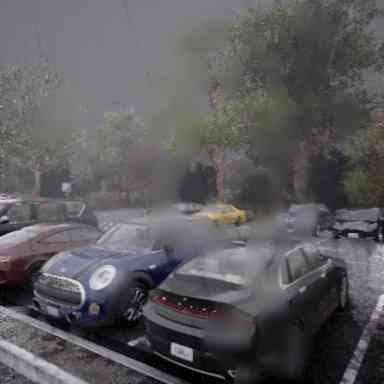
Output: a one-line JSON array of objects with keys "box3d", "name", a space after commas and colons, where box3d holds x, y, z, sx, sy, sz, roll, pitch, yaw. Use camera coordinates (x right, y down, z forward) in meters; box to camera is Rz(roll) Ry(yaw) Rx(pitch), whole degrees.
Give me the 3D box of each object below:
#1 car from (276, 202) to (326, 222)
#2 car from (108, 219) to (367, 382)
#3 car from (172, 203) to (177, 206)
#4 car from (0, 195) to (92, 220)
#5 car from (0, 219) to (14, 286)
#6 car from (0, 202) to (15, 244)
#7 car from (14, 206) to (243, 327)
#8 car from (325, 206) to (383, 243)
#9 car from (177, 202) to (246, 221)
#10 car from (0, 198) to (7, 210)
[{"box3d": [6.231, 1.358, 18.204, 2.185, 1.767, 4.553, 0, 0, 35], "name": "car"}, {"box3d": [1.283, 1.487, 5.626, 2.231, 1.521, 4.892, 0, 0, 35], "name": "car"}, {"box3d": [-0.570, 1.478, 23.009, 2.231, 1.521, 4.892, 0, 0, 35], "name": "car"}, {"box3d": [-5.583, 1.228, 10.482, 2.435, 2.045, 5.566, 0, 0, 35], "name": "car"}, {"box3d": [-3.284, 1.522, 8.879, 2.002, 1.452, 4.674, 0, 0, 35], "name": "car"}, {"box3d": [-10.154, 1.349, 13.730, 2.185, 1.767, 4.553, 0, 0, 35], "name": "car"}, {"box3d": [-0.980, 1.358, 7.282, 2.185, 1.767, 4.553, 0, 0, 35], "name": "car"}, {"box3d": [8.459, 1.516, 16.545, 2.163, 1.488, 4.792, 0, 0, 35], "name": "car"}, {"box3d": [1.582, 1.476, 21.244, 1.946, 1.575, 5.366, 0, 0, 35], "name": "car"}, {"box3d": [-25.668, 1.492, 40.850, 2.002, 1.452, 4.674, 0, 0, 35], "name": "car"}]
